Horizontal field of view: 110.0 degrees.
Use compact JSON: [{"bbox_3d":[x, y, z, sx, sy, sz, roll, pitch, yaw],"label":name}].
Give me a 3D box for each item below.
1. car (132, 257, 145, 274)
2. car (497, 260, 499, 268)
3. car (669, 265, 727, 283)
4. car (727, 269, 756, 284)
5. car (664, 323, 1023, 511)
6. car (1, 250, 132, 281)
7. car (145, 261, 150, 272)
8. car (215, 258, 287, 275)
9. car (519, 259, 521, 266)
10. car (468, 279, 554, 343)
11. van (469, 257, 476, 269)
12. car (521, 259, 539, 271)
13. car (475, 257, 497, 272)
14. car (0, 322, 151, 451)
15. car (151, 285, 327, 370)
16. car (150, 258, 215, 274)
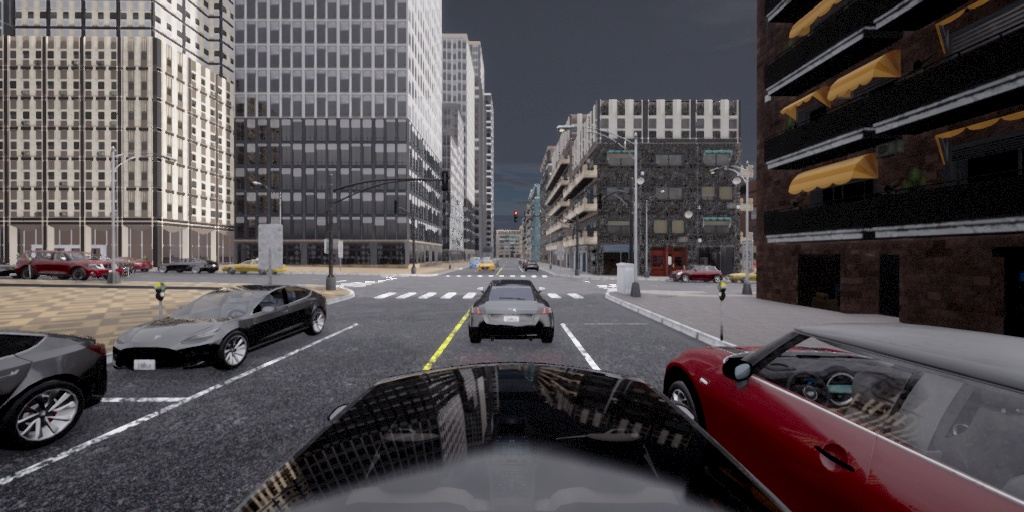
[{"bbox_3d":[-29.167,0.725,24.807,4.902,1.511,2.128,1,0,-1],"label":"car"},{"bbox_3d":[-3.253,1.243,63.087,2.128,1.511,4.902,0,0,0],"label":"car"},{"bbox_3d":[15.925,1.505,31.248,4.097,1.591,1.967,0,0,-1],"label":"car"},{"bbox_3d":[21.277,1.695,31.325,4.829,1.417,1.751,0,0,-1],"label":"car"},{"bbox_3d":[2.692,1.190,2.521,1.967,1.591,4.097,0,0,0],"label":"car"},{"bbox_3d":[-27.446,0.588,22.241,5.009,1.841,2.192,0,0,-1],"label":"car"},{"bbox_3d":[-33.194,0.724,30.541,4.207,1.307,1.802,0,0,-1],"label":"car"},{"bbox_3d":[-22.131,0.877,30.788,4.829,1.417,1.751,0,0,-1],"label":"car"},{"bbox_3d":[2.522,1.296,57.378,1.888,1.381,4.507,0,0,0],"label":"car"},{"bbox_3d":[-0.020,1.313,9.675,1.994,1.385,4.181,0,0,0],"label":"car"},{"bbox_3d":[-5.859,1.092,57.351,1.690,1.789,3.998,0,0,0],"label":"van"},{"bbox_3d":[2.553,1.315,47.411,1.948,1.339,4.313,0,0,0],"label":"car"},{"bbox_3d":[-3.229,1.226,45.434,1.882,1.535,5.008,0,0,0],"label":"car"},{"bbox_3d":[-5.689,1.316,2.494,1.948,1.339,4.313,0,0,0],"label":"car"},{"bbox_3d":[-5.705,1.315,7.740,1.948,1.339,4.313,0,0,0],"label":"car"},{"bbox_3d":[-27.575,0.812,30.622,4.313,1.339,1.948,0,0,-1],"label":"car"}]
